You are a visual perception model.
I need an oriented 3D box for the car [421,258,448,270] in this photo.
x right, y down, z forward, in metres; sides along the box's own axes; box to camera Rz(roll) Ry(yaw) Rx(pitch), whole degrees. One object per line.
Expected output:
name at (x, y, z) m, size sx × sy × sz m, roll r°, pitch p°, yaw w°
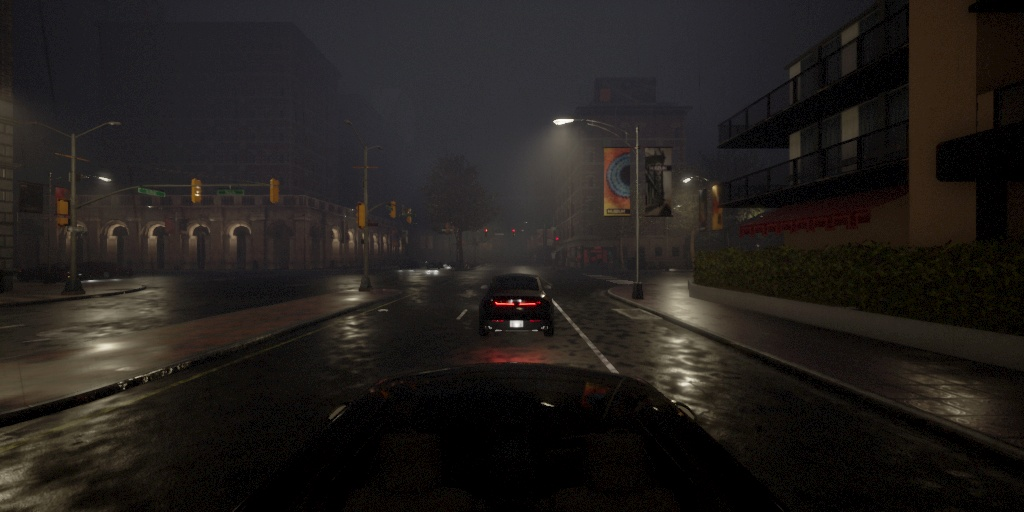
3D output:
car at (-11.342, 1.241, 52.922) m, size 2.128 × 1.511 × 4.902 m, roll 0°, pitch 0°, yaw 0°

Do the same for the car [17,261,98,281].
car at (-36.857, 1.314, 28.945) m, size 4.181 × 1.385 × 1.994 m, roll 0°, pitch 0°, yaw 0°

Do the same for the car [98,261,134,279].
car at (-37.257, 1.227, 32.445) m, size 5.008 × 1.535 × 1.882 m, roll 0°, pitch 0°, yaw 0°

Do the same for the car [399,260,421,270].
car at (-14.993, 1.275, 52.716) m, size 1.812 × 1.442 × 4.674 m, roll 0°, pitch 0°, yaw 2°

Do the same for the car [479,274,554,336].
car at (0.117, 1.255, 10.360) m, size 1.837 × 1.490 × 4.892 m, roll 0°, pitch 0°, yaw 0°
